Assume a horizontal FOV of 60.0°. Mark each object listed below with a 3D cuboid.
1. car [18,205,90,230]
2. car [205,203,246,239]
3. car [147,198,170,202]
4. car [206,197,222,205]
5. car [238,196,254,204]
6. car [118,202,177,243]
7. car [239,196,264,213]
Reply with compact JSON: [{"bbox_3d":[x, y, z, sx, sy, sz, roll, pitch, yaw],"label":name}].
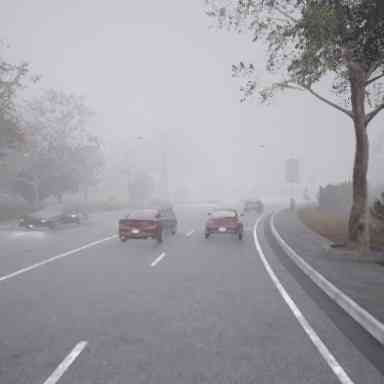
[{"bbox_3d":[-8.495,1.520,21.152,2.033,1.411,5.357,0,0,10],"label":"car"},{"bbox_3d":[1.760,1.547,17.514,1.812,1.442,4.674,0,0,9],"label":"car"},{"bbox_3d":[-3.119,1.353,28.953,2.097,1.767,4.553,0,0,15],"label":"car"},{"bbox_3d":[3.972,1.606,59.655,1.994,1.385,4.181,0,0,23],"label":"car"},{"bbox_3d":[10.909,1.593,66.915,2.033,1.411,5.357,0,0,23],"label":"car"},{"bbox_3d":[-1.988,1.480,16.202,1.882,1.535,5.008,0,0,8],"label":"car"},{"bbox_3d":[7.155,1.554,38.200,2.128,1.511,4.902,0,0,19],"label":"car"}]
